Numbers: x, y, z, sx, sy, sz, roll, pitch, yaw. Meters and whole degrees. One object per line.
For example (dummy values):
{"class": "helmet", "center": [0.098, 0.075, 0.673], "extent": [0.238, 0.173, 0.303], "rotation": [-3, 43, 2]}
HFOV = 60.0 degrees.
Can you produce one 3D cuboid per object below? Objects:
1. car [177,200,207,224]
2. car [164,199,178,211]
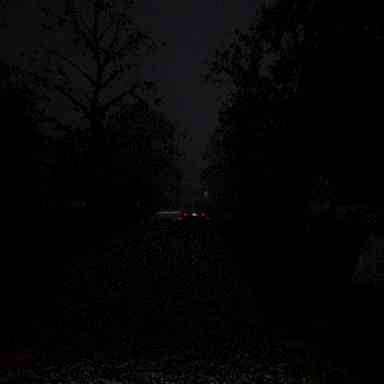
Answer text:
{"class": "car", "center": [0.166, 1.621, 25.517], "extent": [2.033, 1.411, 5.357], "rotation": [0, 0, 0]}
{"class": "car", "center": [-2.585, 1.589, 43.483], "extent": [2.033, 1.411, 5.357], "rotation": [0, 0, 0]}
